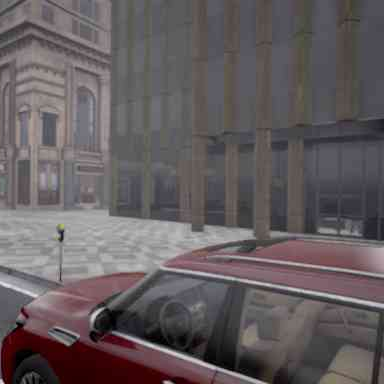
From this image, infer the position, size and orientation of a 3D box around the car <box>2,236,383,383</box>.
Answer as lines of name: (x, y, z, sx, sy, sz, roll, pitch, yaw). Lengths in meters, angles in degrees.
car: (0.581, 1.296, 2.560, 5.009, 1.841, 2.192, 1, 1, 36)
